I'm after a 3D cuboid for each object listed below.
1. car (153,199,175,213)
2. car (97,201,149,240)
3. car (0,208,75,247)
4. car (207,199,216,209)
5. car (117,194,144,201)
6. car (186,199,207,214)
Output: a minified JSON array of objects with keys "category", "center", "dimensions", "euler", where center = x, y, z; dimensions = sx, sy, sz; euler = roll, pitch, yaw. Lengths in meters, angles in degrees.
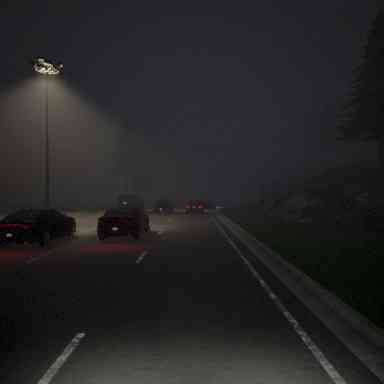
[{"category":"car","center":[-3.049,1.503,36.927],"dimensions":[1.837,1.490,4.892],"euler":[0,-1,4]},{"category":"car","center":[-3.401,1.477,17.161],"dimensions":[1.882,1.535,5.008],"euler":[0,0,0]},{"category":"car","center":[-6.900,1.477,15.079],"dimensions":[1.882,1.535,5.008],"euler":[0,0,0]},{"category":"car","center":[1.946,1.564,44.522],"dimensions":[1.994,1.385,4.181],"euler":[0,0,14]},{"category":"car","center":[-6.619,1.221,36.216],"dimensions":[2.150,2.045,5.566],"euler":[0,0,3]},{"category":"car","center":[0.332,1.547,35.211],"dimensions":[2.033,1.411,5.357],"euler":[0,0,3]}]
